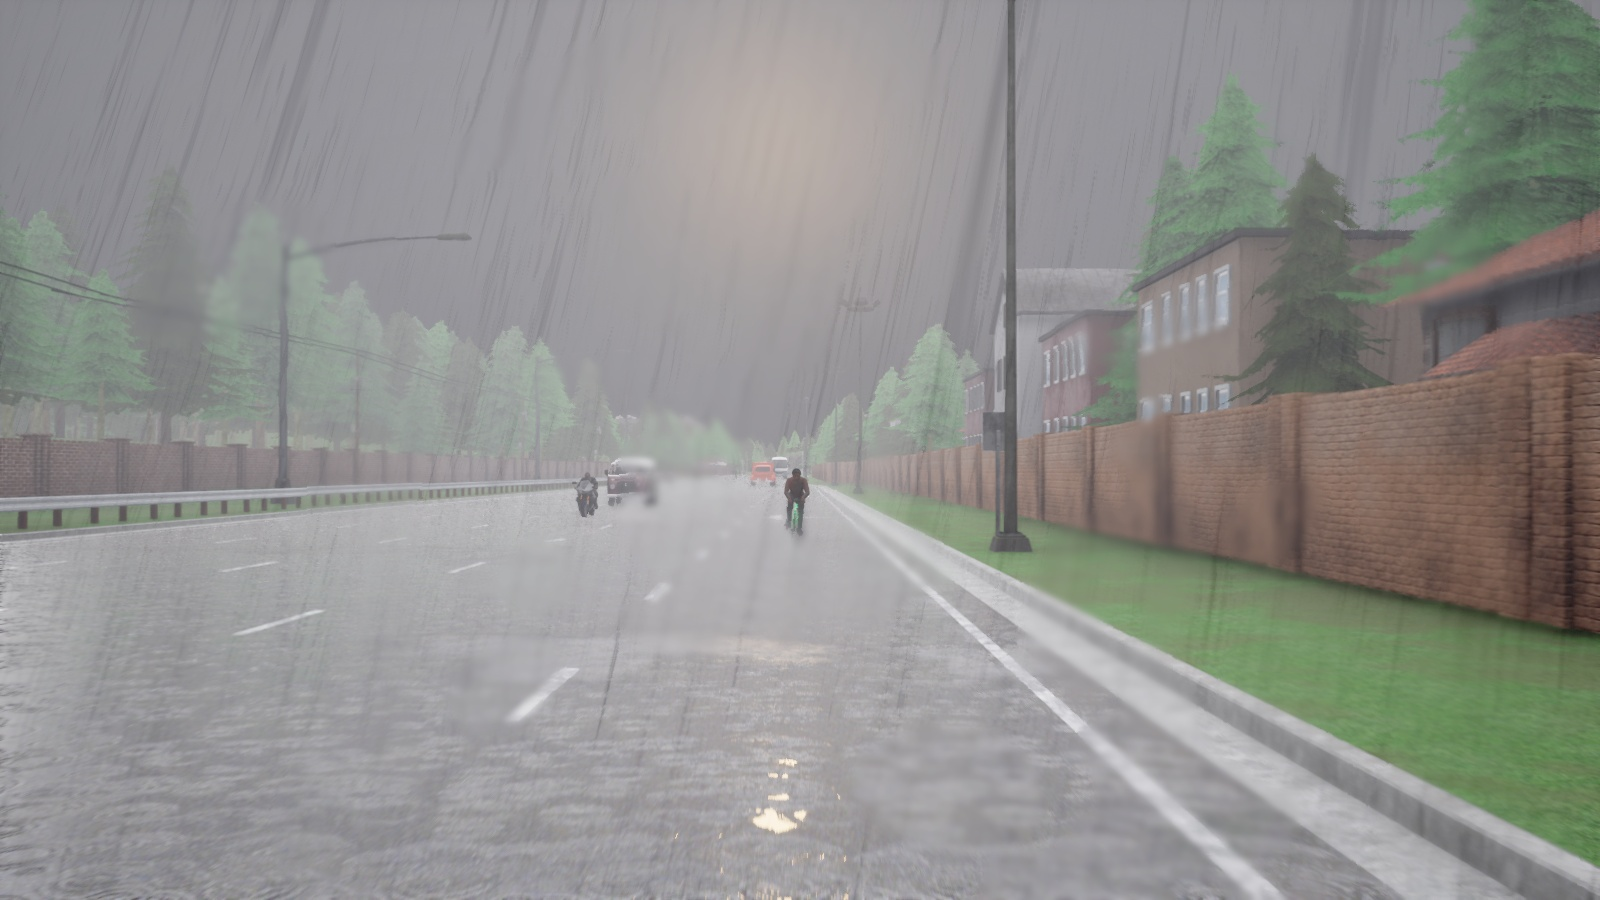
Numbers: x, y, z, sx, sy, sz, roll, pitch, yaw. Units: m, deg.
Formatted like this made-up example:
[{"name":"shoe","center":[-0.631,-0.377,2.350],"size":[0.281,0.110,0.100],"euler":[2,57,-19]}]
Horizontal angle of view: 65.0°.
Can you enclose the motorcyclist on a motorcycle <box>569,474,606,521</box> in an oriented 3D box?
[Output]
[{"name":"motorcyclist on a motorcycle","center":[-7.103,1.583,42.110],"size":[0.866,1.530,2.191],"euler":[0,-1,0]}]

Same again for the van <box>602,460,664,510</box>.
[{"name":"van","center":[-7.133,1.471,54.035],"size":[2.069,2.038,4.480],"euler":[0,-1,0]}]

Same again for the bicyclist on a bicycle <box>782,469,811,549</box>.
[{"name":"bicyclist on a bicycle","center":[-0.065,1.209,26.357],"size":[0.582,1.620,1.656],"euler":[0,-1,0]}]
